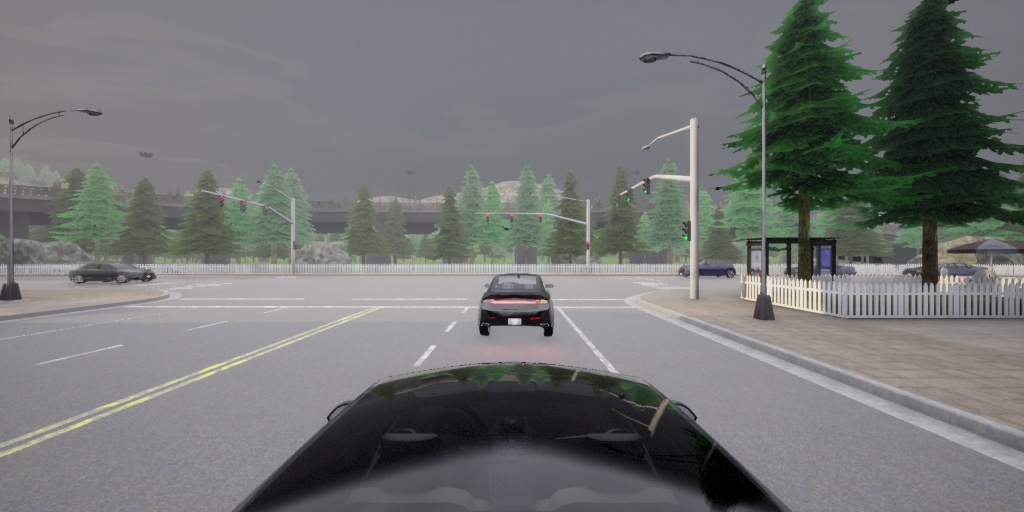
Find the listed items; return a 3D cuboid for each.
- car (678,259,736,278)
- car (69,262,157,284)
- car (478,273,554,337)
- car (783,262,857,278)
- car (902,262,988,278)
[{"bbox_3d":[17.514,1.046,32.366,4.553,1.767,2.097,0,0,0],"label":"car"},{"bbox_3d":[-28.111,1.200,25.320,4.892,1.490,1.837,0,0,0],"label":"car"},{"bbox_3d":[0.180,1.242,10.372,2.128,1.511,4.902,0,0,3],"label":"car"},{"bbox_3d":[27.671,1.242,32.274,5.357,1.411,2.033,0,0,1],"label":"car"},{"bbox_3d":[38.061,1.242,31.528,5.357,1.411,2.033,0,0,10],"label":"car"}]
